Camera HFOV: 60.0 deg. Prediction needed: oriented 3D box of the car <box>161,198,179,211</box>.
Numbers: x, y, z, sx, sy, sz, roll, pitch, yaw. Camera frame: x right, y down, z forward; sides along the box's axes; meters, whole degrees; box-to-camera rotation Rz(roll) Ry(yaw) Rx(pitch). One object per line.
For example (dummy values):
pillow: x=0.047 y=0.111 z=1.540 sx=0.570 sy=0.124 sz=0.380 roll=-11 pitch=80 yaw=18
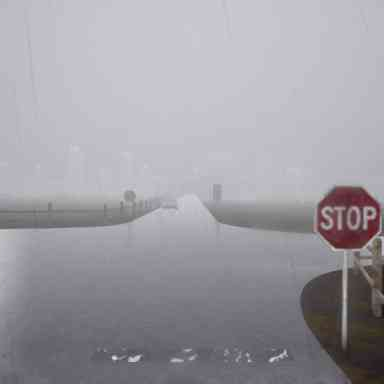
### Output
car: x=-2.661 y=1.493 z=41.140 sx=1.837 sy=1.490 sz=4.892 roll=0 pitch=1 yaw=0
